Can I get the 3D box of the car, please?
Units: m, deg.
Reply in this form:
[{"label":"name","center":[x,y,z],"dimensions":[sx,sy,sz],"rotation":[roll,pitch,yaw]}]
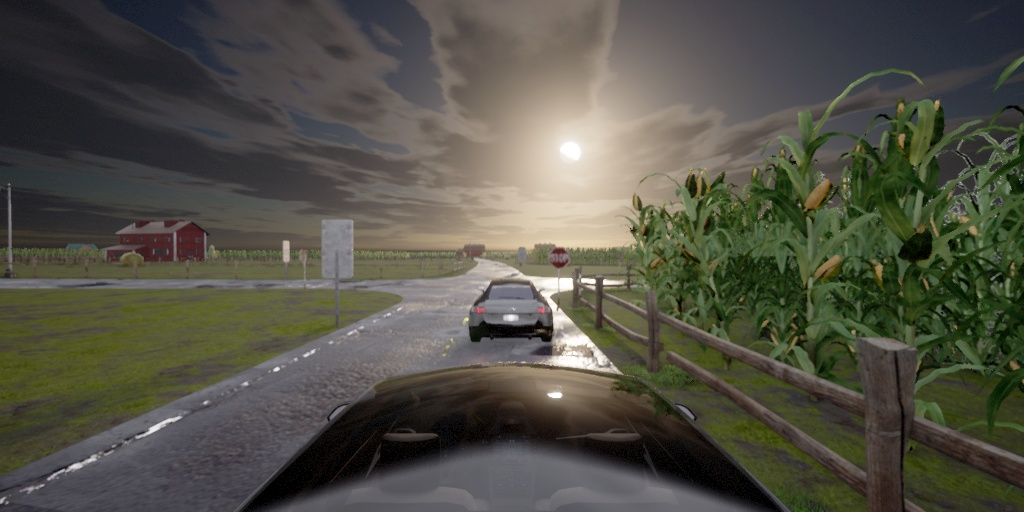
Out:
[{"label":"car","center":[-0.013,1.304,9.745],"dimensions":[1.994,1.385,4.181],"rotation":[0,0,0]}]
